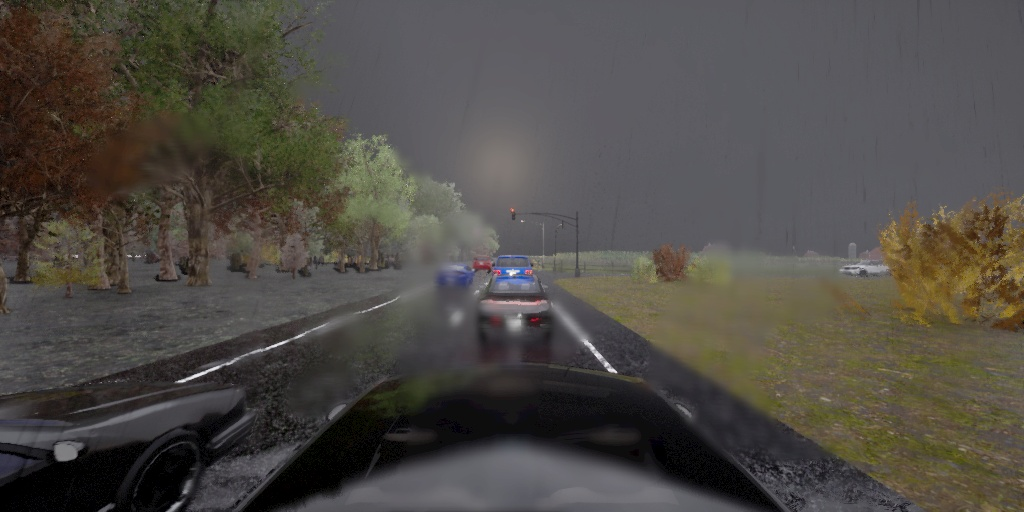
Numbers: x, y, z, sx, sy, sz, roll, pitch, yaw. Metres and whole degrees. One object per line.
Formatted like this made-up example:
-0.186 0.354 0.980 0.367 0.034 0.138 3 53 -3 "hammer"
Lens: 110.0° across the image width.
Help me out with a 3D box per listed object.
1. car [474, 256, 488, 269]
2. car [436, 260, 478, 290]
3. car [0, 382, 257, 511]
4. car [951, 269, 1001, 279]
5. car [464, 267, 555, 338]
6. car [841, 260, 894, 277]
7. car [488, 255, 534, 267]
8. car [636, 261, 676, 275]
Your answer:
-3.549 0.980 44.117 2.150 2.045 5.566 0 0 0 "car"
-3.471 1.232 22.730 1.882 1.535 5.008 0 0 0 "car"
-3.393 1.297 0.976 2.033 1.411 5.357 0 0 0 "car"
51.214 1.833 39.671 4.674 1.442 1.812 1 -1 1 "car"
0.074 1.244 10.142 2.128 1.511 4.902 0 0 0 "car"
43.170 1.501 43.298 5.566 2.045 2.150 0 -1 0 "car"
0.038 0.976 20.059 2.150 2.045 5.566 0 0 0 "car"
17.392 1.352 43.377 4.553 1.767 2.097 1 -1 1 "car"
